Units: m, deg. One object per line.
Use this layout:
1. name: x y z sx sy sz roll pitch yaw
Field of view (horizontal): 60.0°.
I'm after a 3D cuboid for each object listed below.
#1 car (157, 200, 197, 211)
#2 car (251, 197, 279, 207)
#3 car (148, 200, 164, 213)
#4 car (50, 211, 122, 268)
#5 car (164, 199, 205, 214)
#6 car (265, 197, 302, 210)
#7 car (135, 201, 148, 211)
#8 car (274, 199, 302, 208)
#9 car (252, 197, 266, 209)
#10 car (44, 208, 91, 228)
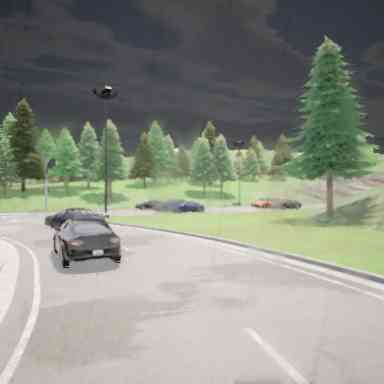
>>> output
1. car: -2.118 1.951 47.395 5.357 1.411 2.033 0 -1 -27
2. car: 12.889 1.762 59.057 4.553 1.767 2.097 0 0 -27
3. car: -2.814 1.725 43.094 4.553 1.767 2.097 0 -1 -27
4. car: -3.822 1.647 11.912 1.812 1.442 4.674 0 0 -27
5. car: -0.622 1.862 40.288 4.674 1.442 1.812 0 -1 -27
6. car: 13.440 1.804 47.581 4.902 1.511 2.128 0 -1 -27
7. car: -6.039 1.948 49.300 4.892 1.490 1.837 0 -1 -27
8. car: 16.525 1.897 57.008 4.674 1.442 1.812 0 -1 -27
9. car: 11.515 1.700 50.523 4.553 1.767 2.097 0 -1 -27
10. car: -7.886 1.779 22.293 5.357 1.411 2.033 -1 -1 41
